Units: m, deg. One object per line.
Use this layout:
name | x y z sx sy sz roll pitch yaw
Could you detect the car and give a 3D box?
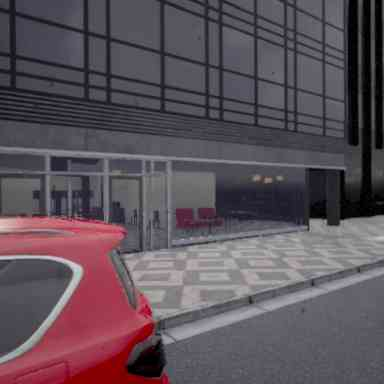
car | -2.737 1.242 1.435 5.566 2.045 2.150 -1 1 -35
